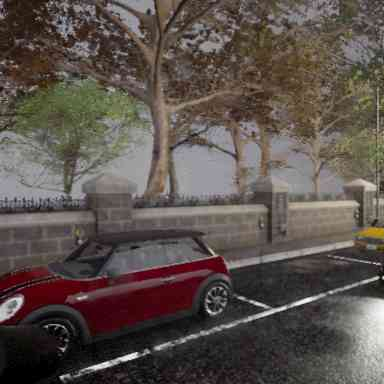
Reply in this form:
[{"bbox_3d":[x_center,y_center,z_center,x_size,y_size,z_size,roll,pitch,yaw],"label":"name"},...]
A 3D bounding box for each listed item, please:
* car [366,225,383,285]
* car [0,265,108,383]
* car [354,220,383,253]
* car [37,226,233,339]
[{"bbox_3d":[6.098,1.495,7.605,4.181,1.385,1.994,-1,0,-36],"label":"car"},{"bbox_3d":[-3.013,1.520,1.215,4.892,1.490,1.837,0,0,-35],"label":"car"},{"bbox_3d":[7.719,1.428,12.064,4.829,1.417,1.752,-1,0,-36],"label":"car"},{"bbox_3d":[-1.314,1.425,5.620,4.097,1.590,1.967,-1,0,-36],"label":"car"}]
